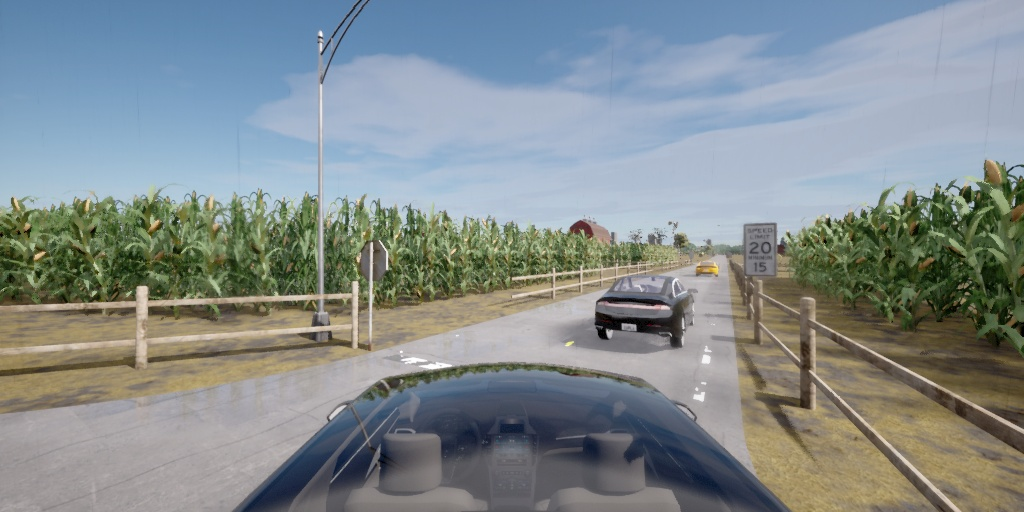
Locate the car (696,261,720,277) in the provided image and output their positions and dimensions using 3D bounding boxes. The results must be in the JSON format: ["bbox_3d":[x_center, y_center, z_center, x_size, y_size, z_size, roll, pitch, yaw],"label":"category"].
[{"bbox_3d":[19.732,1.244,36.181,1.882,1.535,5.008,0,0,31],"label":"car"}]

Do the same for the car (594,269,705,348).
[{"bbox_3d":[3.638,1.244,9.410,2.128,1.511,4.902,0,0,31],"label":"car"}]
